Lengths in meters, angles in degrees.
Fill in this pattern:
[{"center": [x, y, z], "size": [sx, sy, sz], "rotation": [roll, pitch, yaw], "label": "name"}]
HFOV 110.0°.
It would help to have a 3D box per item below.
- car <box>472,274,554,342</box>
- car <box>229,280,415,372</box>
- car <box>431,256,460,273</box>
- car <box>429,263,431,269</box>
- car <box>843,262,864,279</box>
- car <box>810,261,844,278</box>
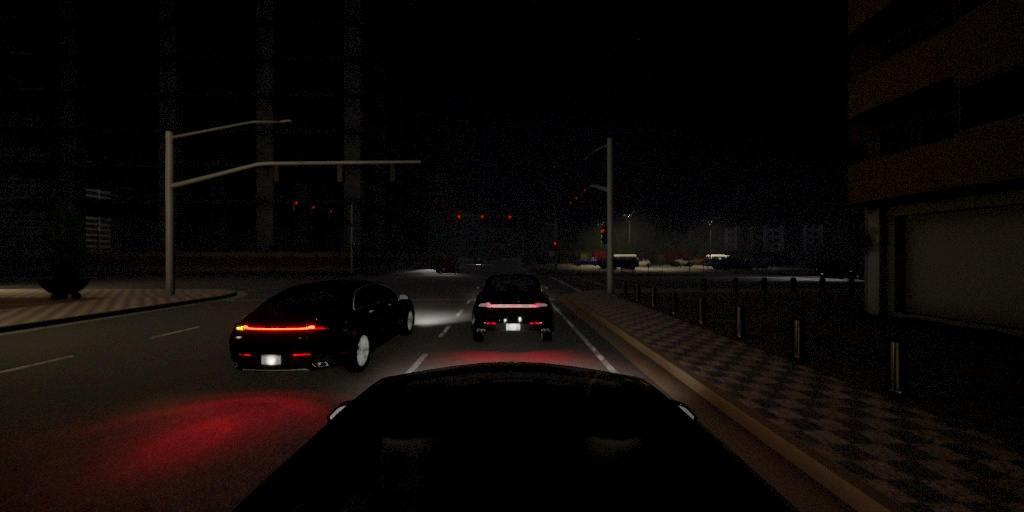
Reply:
[{"center": [0.009, 1.237, 9.745], "size": [2.128, 1.511, 4.902], "rotation": [0, 0, 0], "label": "car"}, {"center": [-3.476, 1.252, 7.601], "size": [1.837, 1.490, 4.892], "rotation": [0, 0, 0], "label": "car"}, {"center": [-7.685, 1.064, 42.931], "size": [2.150, 2.045, 5.566], "rotation": [0, 1, -1], "label": "car"}, {"center": [-11.387, 1.322, 54.998], "size": [1.895, 1.301, 4.718], "rotation": [0, 0, 0], "label": "car"}, {"center": [31.712, 1.391, 30.590], "size": [4.718, 1.301, 1.895], "rotation": [0, 0, 0], "label": "car"}, {"center": [31.679, 1.389, 34.090], "size": [4.718, 1.301, 1.895], "rotation": [0, 0, 0], "label": "car"}]
